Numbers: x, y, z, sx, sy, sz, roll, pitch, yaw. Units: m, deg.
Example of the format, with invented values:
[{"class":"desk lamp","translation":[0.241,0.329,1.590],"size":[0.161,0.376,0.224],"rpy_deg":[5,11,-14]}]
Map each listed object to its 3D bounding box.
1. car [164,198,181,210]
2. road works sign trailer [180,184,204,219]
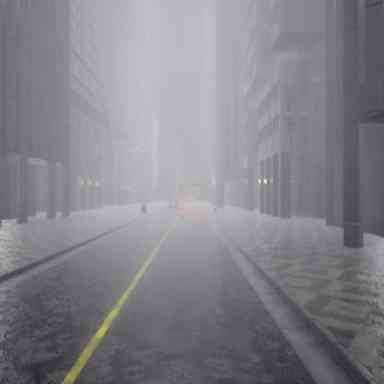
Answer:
[{"class":"car","translation":[-3.062,2.170,56.777],"size":[2.097,1.767,4.553],"rpy_deg":[0,-1,0]},{"class":"road works sign trailer","translation":[0.015,0.934,34.107],"size":[2.380,3.560,2.880],"rpy_deg":[0,-1,0]}]
